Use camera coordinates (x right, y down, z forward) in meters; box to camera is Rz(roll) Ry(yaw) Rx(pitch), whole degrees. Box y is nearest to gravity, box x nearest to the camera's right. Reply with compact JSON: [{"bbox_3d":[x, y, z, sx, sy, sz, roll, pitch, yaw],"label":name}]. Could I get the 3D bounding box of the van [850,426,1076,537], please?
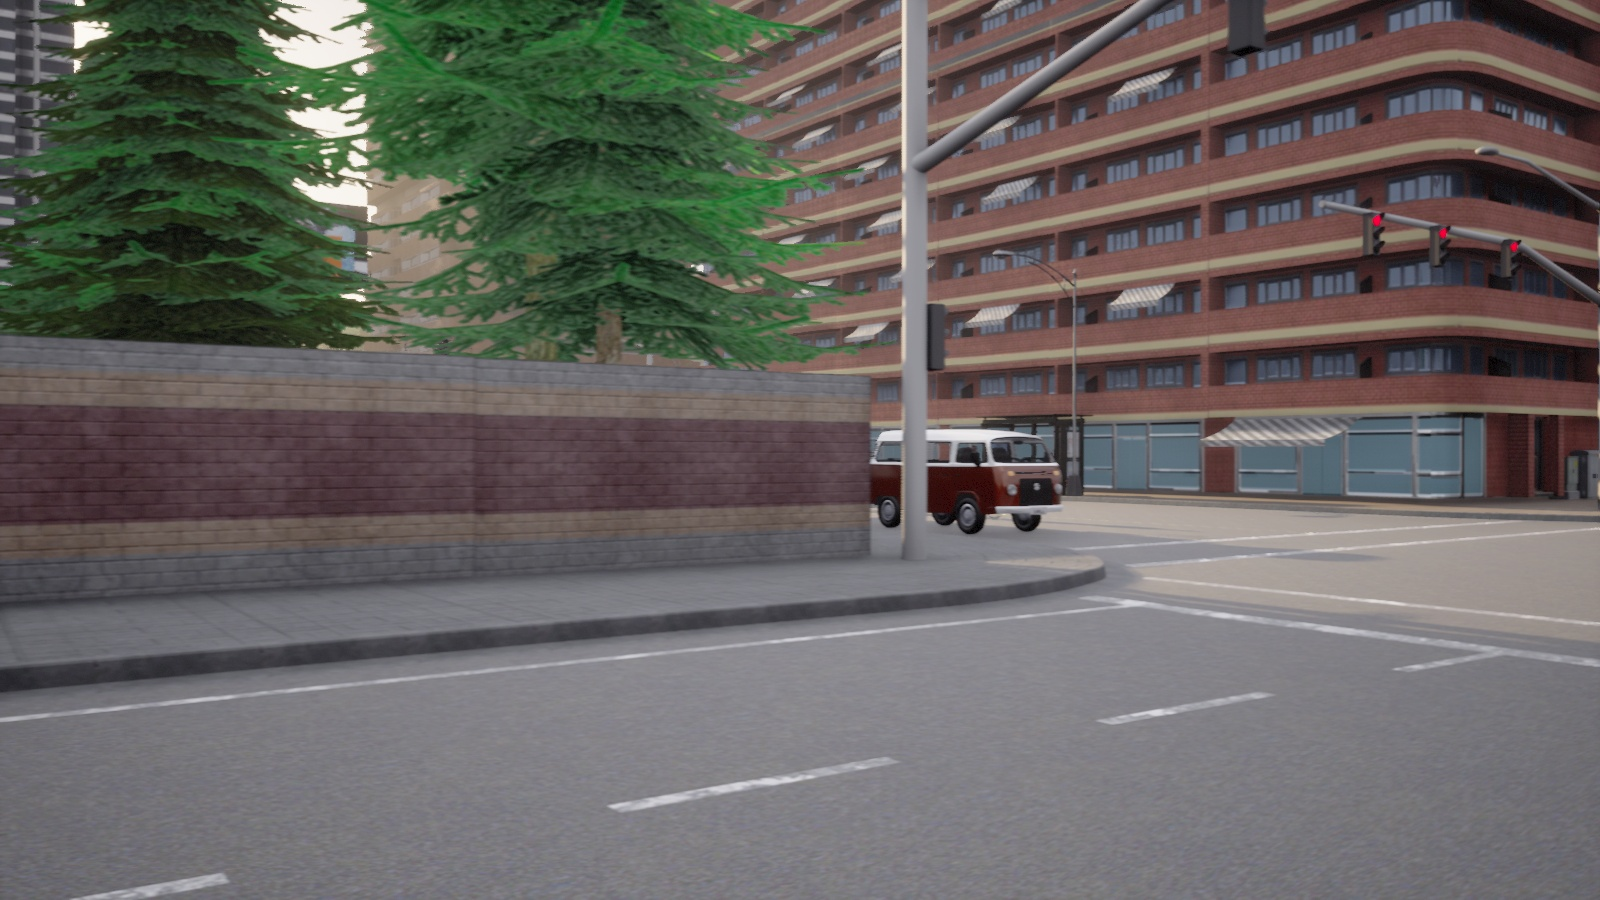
[{"bbox_3d":[3.176,0.579,25.356,2.069,2.038,4.480,0,0,-34],"label":"van"}]
